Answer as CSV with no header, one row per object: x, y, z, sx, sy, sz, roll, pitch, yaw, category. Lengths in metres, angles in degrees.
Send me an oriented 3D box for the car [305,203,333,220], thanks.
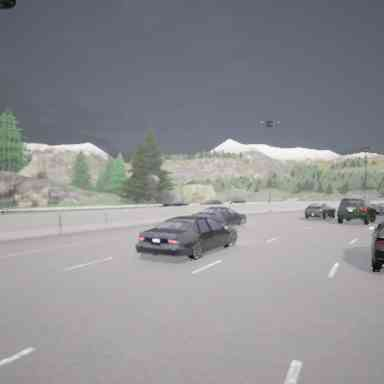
12.106,1.785,31.110,2.128,1.511,4.902,0,-1,38,car

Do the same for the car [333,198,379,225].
13.459,1.496,27.098,2.150,2.045,5.566,0,-1,36,car

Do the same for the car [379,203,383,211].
20.852,1.934,36.115,2.033,1.411,5.357,0,-1,42,car

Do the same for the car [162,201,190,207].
-2.480,2.012,52.284,1.895,1.301,4.718,0,-1,41,car

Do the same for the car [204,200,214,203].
2.852,1.890,47.749,1.837,1.490,4.892,0,-1,41,car

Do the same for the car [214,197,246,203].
5.531,1.320,45.496,2.097,1.767,4.553,0,-1,41,car

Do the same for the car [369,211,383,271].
6.936,1.597,10.805,1.882,1.535,5.008,0,0,29,car

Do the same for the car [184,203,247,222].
1.928,1.717,22.861,2.033,1.411,5.357,0,0,33,car

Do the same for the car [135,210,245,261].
0.060,1.637,12.905,2.033,1.411,5.357,0,0,29,car
